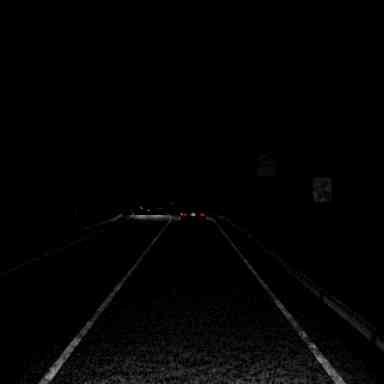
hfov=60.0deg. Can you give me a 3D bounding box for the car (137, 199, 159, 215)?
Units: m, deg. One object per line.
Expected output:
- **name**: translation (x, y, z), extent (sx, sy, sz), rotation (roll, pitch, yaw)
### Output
- **car**: translation (-4.662, 1.514, 34.841), extent (1.837, 1.490, 4.892), rotation (1, 0, -11)

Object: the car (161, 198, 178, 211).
- **car**: translation (-2.722, 1.572, 42.557), extent (2.128, 1.511, 4.902), rotation (2, 0, -16)

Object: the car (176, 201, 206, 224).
- **car**: translation (0.027, 1.585, 24.998), extent (2.033, 1.411, 5.357), rotation (0, 0, -2)
